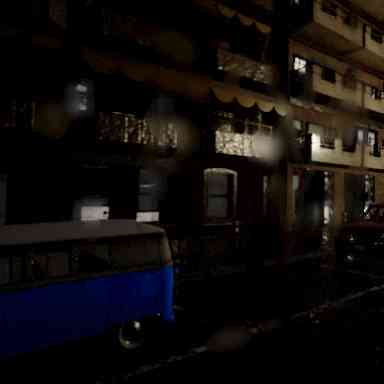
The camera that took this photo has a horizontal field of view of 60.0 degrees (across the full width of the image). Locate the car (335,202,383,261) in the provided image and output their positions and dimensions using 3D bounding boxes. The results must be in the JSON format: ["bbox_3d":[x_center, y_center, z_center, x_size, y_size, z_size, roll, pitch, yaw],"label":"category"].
[{"bbox_3d":[6.840,1.267,10.952,5.009,1.841,2.192,0,2,-35],"label":"car"}]

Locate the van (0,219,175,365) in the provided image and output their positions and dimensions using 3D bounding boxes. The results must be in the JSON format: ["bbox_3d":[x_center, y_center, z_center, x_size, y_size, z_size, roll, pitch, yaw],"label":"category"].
[{"bbox_3d":[-2.164,1.338,4.527,3.998,1.788,1.690,0,2,-35],"label":"van"}]
